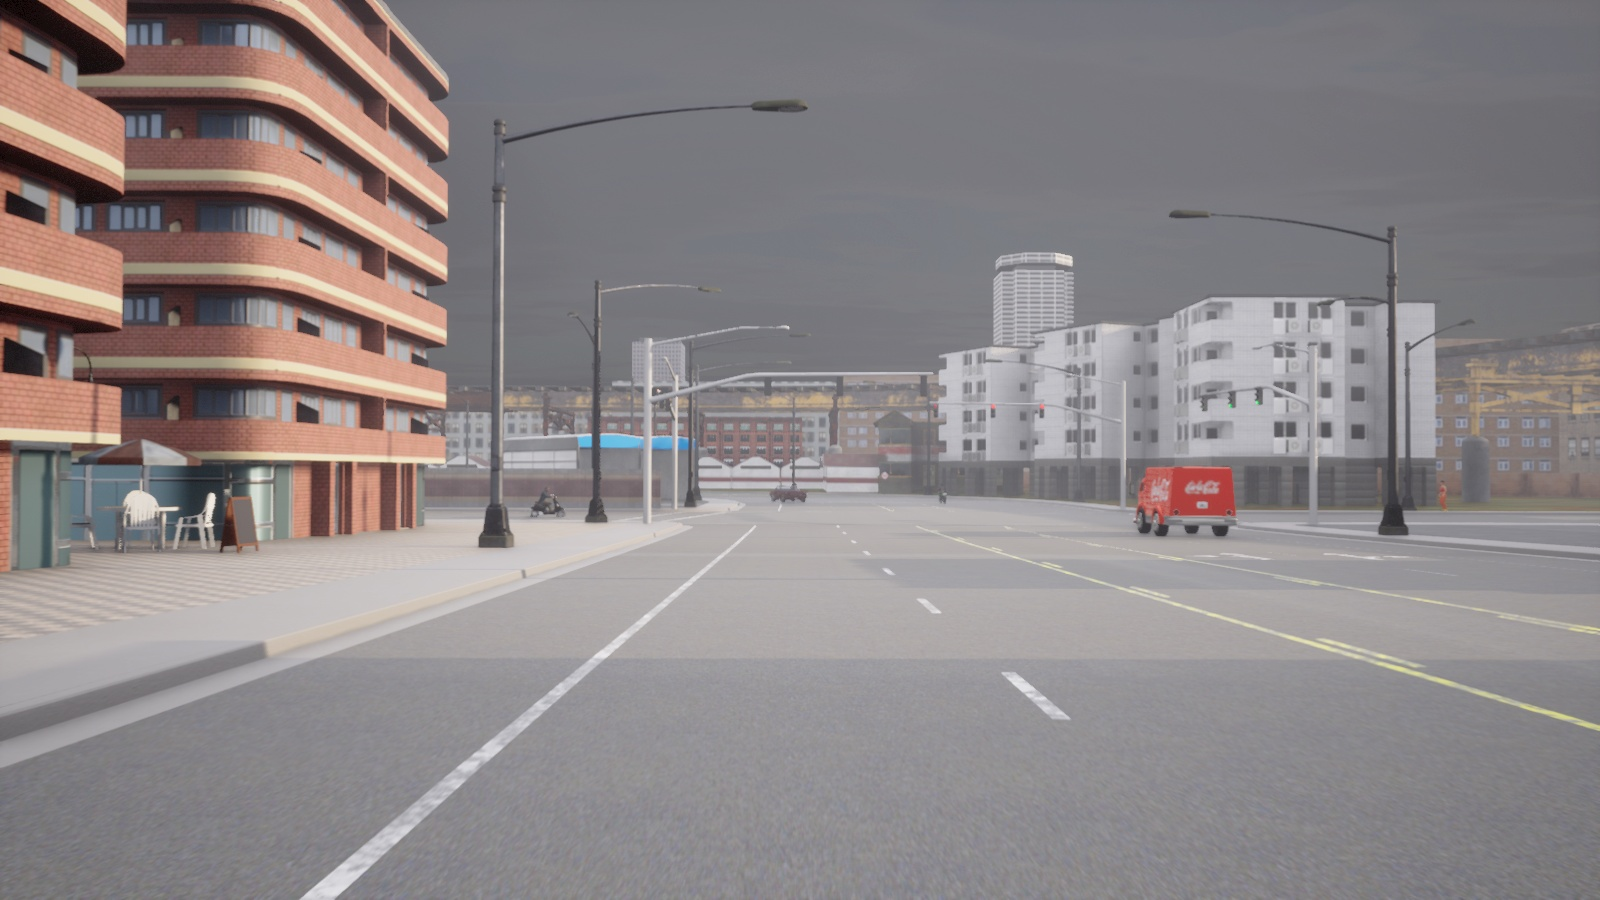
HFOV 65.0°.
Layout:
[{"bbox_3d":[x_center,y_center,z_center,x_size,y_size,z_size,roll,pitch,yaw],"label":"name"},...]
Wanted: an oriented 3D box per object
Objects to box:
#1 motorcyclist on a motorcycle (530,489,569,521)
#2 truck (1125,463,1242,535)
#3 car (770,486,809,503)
[{"bbox_3d":[-12.599,2.753,63.117,1.817,1.590,0.866,0,-1,-2],"label":"motorcyclist on a motorcycle"},{"bbox_3d":[13.897,1.771,45.965,2.627,2.467,5.204,0,-2,-1],"label":"truck"},{"bbox_3d":[-0.859,3.468,98.378,1.895,1.301,4.718,0,-1,-16],"label":"car"}]
